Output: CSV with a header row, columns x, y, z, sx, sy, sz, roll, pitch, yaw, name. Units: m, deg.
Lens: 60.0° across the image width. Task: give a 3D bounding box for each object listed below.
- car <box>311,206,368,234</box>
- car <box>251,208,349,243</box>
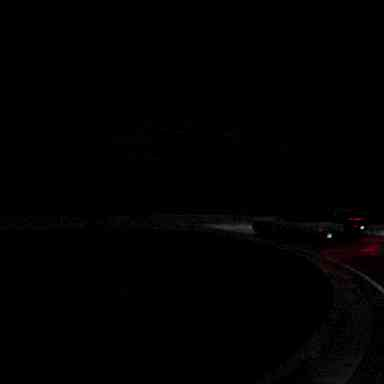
x,y,z,sx,sy,sz,roll,pitch,yaw,name
7.447,1.550,18.996,1.837,1.490,4.892,2,-1,-30,car
5.012,1.634,16.543,1.895,1.301,4.718,0,0,-27,car
